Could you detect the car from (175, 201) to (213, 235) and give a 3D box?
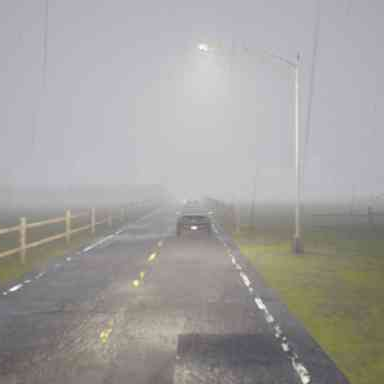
[{"bbox_3d":[0.106,1.506,18.769,1.837,1.490,4.892,0,0,0],"label":"car"}]

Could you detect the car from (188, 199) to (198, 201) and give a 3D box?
[{"bbox_3d":[0.108,1.568,41.293,1.994,1.385,4.181,0,0,0],"label":"car"}]
